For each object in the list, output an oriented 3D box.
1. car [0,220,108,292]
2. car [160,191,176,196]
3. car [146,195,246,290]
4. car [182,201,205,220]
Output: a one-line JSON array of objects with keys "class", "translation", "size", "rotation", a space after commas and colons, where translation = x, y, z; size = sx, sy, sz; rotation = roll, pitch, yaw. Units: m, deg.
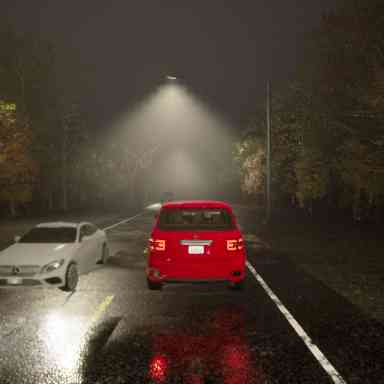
[{"class": "car", "translation": [-3.603, 1.531, 9.086], "size": [1.812, 1.442, 4.674], "rotation": [0, 0, 0]}, {"class": "car", "translation": [-3.560, 0.907, 50.092], "size": [2.150, 2.045, 5.566], "rotation": [0, 0, 0]}, {"class": "car", "translation": [0.092, 1.227, 9.203], "size": [2.150, 2.045, 5.566], "rotation": [0, 0, 0]}, {"class": "car", "translation": [0.090, 1.542, 28.964], "size": [1.812, 1.442, 4.674], "rotation": [0, 0, 0]}]
